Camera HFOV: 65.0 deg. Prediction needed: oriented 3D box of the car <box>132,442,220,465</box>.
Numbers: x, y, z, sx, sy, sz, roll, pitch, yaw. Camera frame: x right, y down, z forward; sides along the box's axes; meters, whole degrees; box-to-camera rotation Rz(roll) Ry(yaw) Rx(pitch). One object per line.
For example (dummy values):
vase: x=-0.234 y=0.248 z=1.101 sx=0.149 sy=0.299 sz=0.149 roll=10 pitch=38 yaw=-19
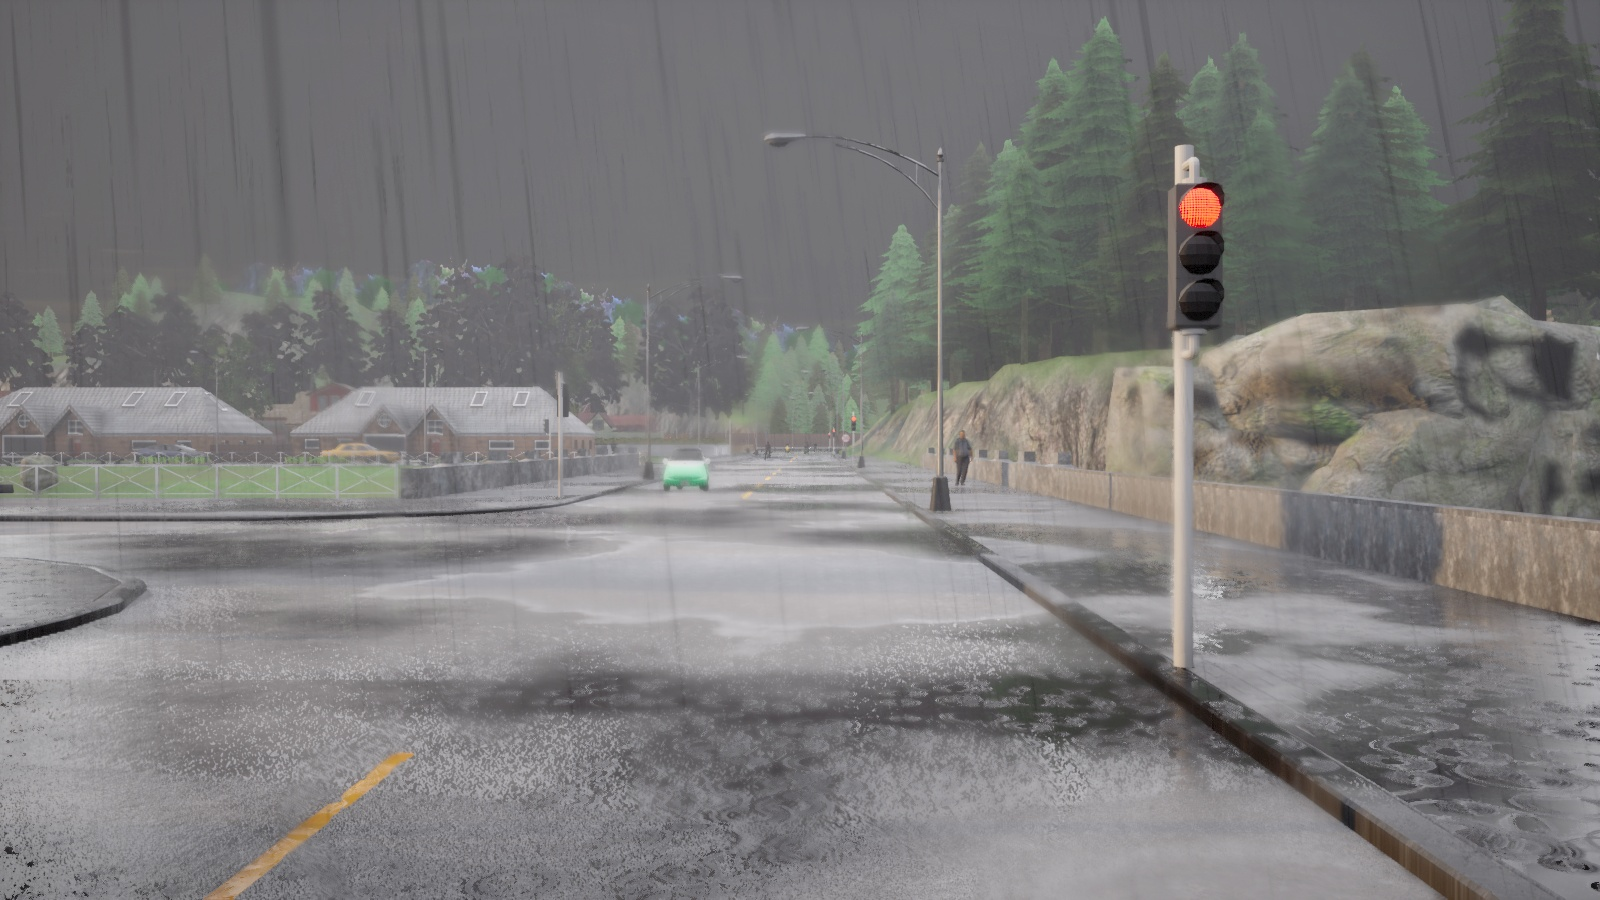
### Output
car: x=-41.670 y=0.239 z=83.900 sx=4.792 sy=1.488 sz=2.163 roll=0 pitch=0 yaw=1

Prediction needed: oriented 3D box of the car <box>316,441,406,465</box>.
car: x=-29.258 y=0.189 z=83.752 sx=5.366 sy=1.575 sz=1.801 roll=0 pitch=0 yaw=1

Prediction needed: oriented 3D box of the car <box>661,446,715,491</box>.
car: x=-3.512 y=0.575 z=39.511 sx=1.481 sy=1.376 sz=2.207 roll=0 pitch=0 yaw=1

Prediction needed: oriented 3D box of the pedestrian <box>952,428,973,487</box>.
pedestrian: x=5.136 y=0.236 z=39.718 sx=0.540 sy=1.848 sz=0.694 roll=0 pitch=0 yaw=-6
